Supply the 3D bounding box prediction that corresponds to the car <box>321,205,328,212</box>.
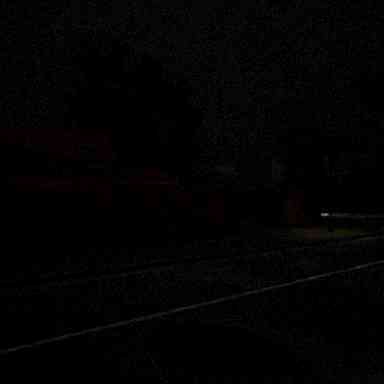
[{"bbox_3d":[12.575,1.601,37.827,2.033,1.411,5.357,1,0,-35],"label":"car"}]
